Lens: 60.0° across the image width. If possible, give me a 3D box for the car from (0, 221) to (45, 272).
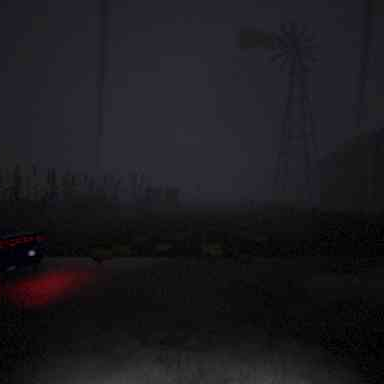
[{"bbox_3d":[-6.679,1.467,9.339,5.008,1.535,1.882,0,-1,12],"label":"car"}]
